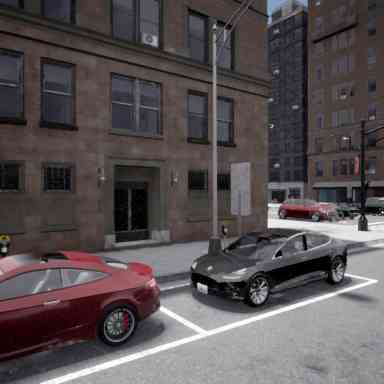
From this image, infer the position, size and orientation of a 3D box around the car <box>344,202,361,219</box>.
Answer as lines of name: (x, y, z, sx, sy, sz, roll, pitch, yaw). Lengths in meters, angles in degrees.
car: (11.593, 1.580, 28.192, 1.895, 1.301, 4.718, 0, 0, -36)

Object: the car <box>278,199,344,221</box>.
car: (9.046, 1.341, 26.170, 2.097, 1.767, 4.553, 0, 0, -36)

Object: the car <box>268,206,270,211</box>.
car: (6.099, 1.457, 35.712, 1.837, 1.490, 4.892, 0, 0, -36)

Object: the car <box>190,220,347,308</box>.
car: (1.981, 1.566, 7.947, 4.313, 1.339, 1.947, 0, 0, -35)

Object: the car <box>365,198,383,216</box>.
car: (17.224, 1.314, 31.831, 2.097, 1.767, 4.553, 0, 0, -37)

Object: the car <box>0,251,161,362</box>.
car: (-2.457, 1.582, 4.782, 4.206, 1.307, 1.802, 0, 0, -35)
